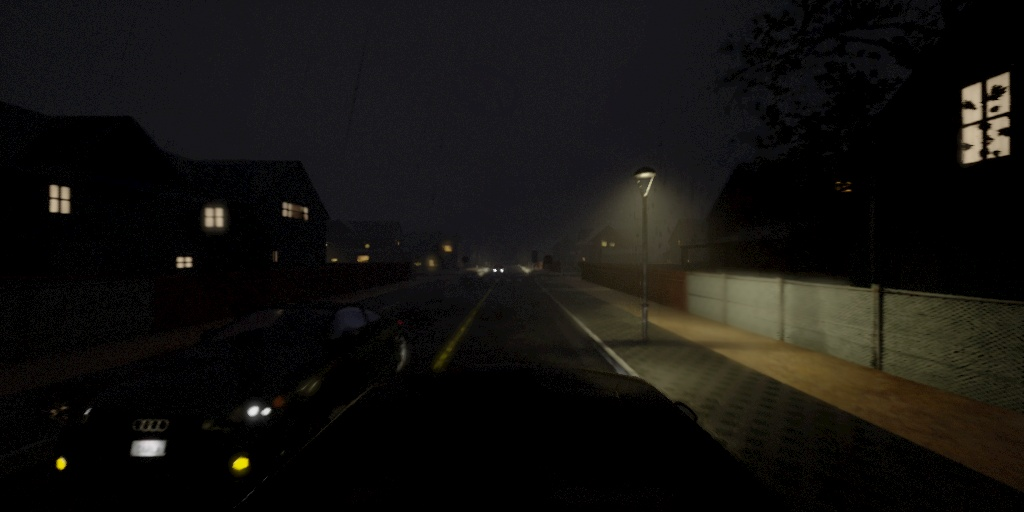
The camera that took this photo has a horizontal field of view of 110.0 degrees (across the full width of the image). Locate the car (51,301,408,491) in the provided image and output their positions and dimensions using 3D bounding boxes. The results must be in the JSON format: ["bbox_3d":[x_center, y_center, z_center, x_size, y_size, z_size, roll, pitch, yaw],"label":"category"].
[{"bbox_3d":[-2.850,1.337,4.804,1.994,1.385,4.181,0,0,0],"label":"car"}]
